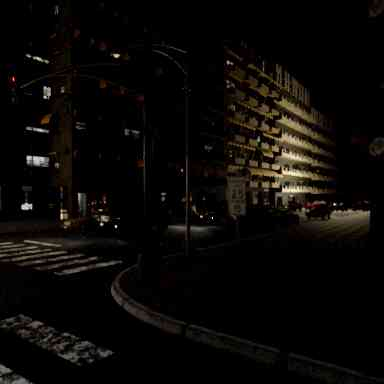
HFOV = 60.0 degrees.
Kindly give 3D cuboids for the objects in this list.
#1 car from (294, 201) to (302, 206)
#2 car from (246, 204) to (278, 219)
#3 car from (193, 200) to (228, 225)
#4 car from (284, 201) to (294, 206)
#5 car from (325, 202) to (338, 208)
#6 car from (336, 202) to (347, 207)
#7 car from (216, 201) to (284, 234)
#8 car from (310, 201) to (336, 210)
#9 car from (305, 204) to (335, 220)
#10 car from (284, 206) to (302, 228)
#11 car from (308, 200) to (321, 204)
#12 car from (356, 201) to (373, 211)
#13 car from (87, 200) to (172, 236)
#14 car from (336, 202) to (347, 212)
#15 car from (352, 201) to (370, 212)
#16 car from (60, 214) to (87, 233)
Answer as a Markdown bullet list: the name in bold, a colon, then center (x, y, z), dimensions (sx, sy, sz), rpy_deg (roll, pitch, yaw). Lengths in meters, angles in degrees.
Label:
- **car**: center (16.548, 2.340, 54.625), dimensions (2.192, 1.841, 5.009), rpy_deg (-1, -2, 35)
- **car**: center (8.068, 2.191, 37.889), dimensions (1.837, 1.490, 4.892), rpy_deg (0, -1, 35)
- **car**: center (2.342, 1.728, 29.707), dimensions (2.150, 2.045, 5.566), rpy_deg (0, -1, 34)
- **car**: center (13.211, 2.446, 49.835), dimensions (1.752, 1.417, 4.829), rpy_deg (-1, -2, 35)
- **car**: center (32.752, 3.067, 77.844), dimensions (1.887, 1.381, 4.507), rpy_deg (-1, -2, 35)
- **car**: center (39.235, 3.282, 87.135), dimensions (1.947, 1.339, 4.313), rpy_deg (-1, -2, 35)
- **car**: center (3.987, 1.711, 22.030), dimensions (2.192, 1.841, 5.009), rpy_deg (-1, -2, 35)
- **car**: center (18.742, 2.435, 47.623), dimensions (1.837, 1.490, 4.892), rpy_deg (0, -1, 35)
- **car**: center (13.709, 2.284, 35.957), dimensions (1.802, 1.307, 4.206), rpy_deg (-1, -2, 35)
- **car**: center (7.228, 2.043, 26.669), dimensions (1.887, 1.381, 4.507), rpy_deg (-1, -2, 35)
- **car**: center (23.031, 2.771, 63.910), dimensions (1.887, 1.381, 4.507), rpy_deg (-1, -2, 35)
- **car**: center (33.150, 2.621, 63.834), dimensions (2.192, 1.841, 5.009), rpy_deg (-1, -2, 35)
- **car**: center (-3.566, 1.541, 21.237), dimensions (2.150, 2.045, 5.566), rpy_deg (0, -1, 35)
- **car**: center (25.273, 2.626, 56.992), dimensions (2.128, 1.511, 4.902), rpy_deg (0, -1, 35)
- **car**: center (29.909, 2.522, 59.188), dimensions (2.192, 1.841, 5.009), rpy_deg (-1, -2, 35)
- **car**: center (-6.231, 1.834, 21.965), dimensions (1.752, 1.417, 4.829), rpy_deg (-1, -2, 35)
